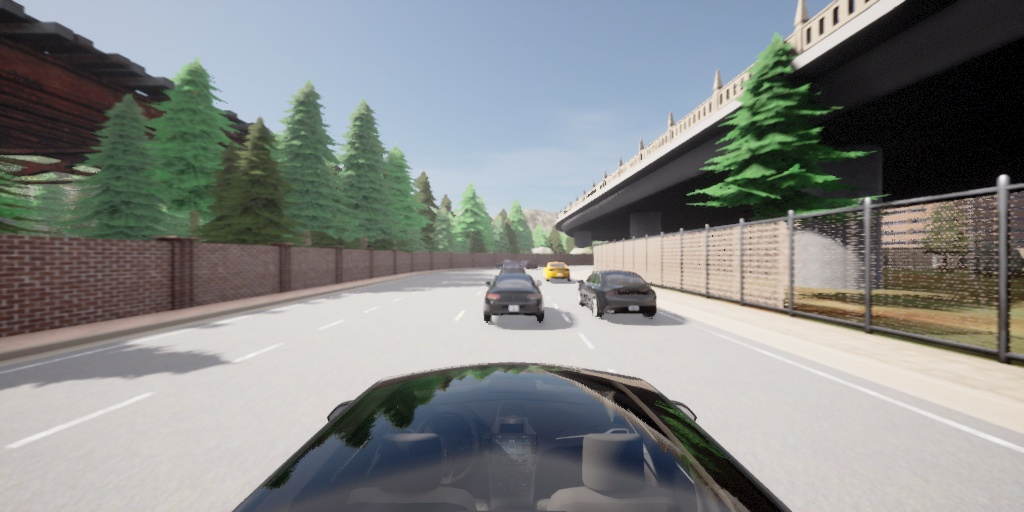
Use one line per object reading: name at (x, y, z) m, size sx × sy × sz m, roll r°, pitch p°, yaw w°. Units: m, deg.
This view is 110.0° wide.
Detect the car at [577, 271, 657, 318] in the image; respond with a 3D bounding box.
car at (3.569, 1.262, 12.888) m, size 1.837 × 1.490 × 4.892 m, roll 0°, pitch 0°, yaw 0°

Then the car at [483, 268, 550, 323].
car at (0.066, 1.282, 12.130) m, size 1.812 × 1.442 × 4.674 m, roll 0°, pitch 0°, yaw 0°

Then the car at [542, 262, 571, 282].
car at (3.575, 1.242, 29.334) m, size 1.882 × 1.535 × 5.008 m, roll 0°, pitch 0°, yaw 0°

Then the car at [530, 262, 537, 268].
car at (2.050, 1.342, 53.374) m, size 1.994 × 1.385 × 4.181 m, roll 0°, pitch 0°, yaw 33°

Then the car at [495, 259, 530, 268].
car at (0.066, 1.257, 27.798) m, size 2.128 × 1.511 × 4.902 m, roll 0°, pitch 0°, yaw 0°

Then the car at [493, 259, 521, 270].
car at (-0.670, 1.257, 55.613) m, size 1.882 × 1.535 × 5.008 m, roll 0°, pitch 0°, yaw 33°
